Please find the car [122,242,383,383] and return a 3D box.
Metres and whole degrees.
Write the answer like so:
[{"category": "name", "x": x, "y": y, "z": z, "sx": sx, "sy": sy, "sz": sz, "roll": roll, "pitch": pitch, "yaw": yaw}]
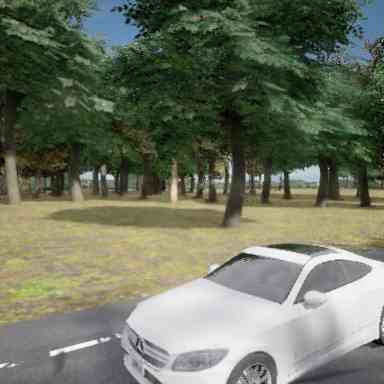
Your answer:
[{"category": "car", "x": 1.324, "y": 1.531, "z": 4.816, "sx": 4.674, "sy": 1.442, "sz": 1.812, "roll": 0, "pitch": 0, "yaw": -36}]
